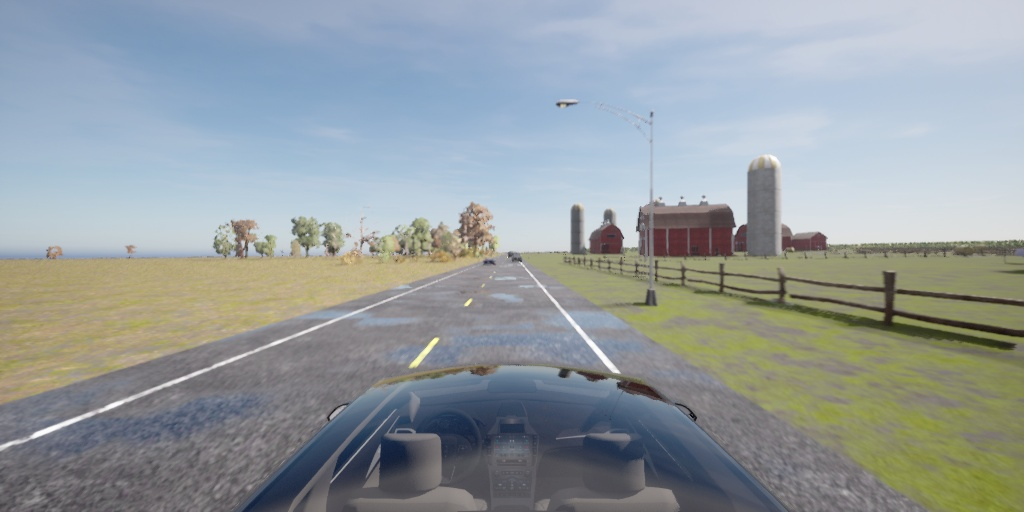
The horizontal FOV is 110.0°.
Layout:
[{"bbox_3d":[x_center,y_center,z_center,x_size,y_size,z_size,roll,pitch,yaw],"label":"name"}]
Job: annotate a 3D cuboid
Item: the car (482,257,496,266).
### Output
[{"bbox_3d":[-3.553,0.803,56.349,1.895,1.301,4.718,0,1,1],"label":"car"}]
